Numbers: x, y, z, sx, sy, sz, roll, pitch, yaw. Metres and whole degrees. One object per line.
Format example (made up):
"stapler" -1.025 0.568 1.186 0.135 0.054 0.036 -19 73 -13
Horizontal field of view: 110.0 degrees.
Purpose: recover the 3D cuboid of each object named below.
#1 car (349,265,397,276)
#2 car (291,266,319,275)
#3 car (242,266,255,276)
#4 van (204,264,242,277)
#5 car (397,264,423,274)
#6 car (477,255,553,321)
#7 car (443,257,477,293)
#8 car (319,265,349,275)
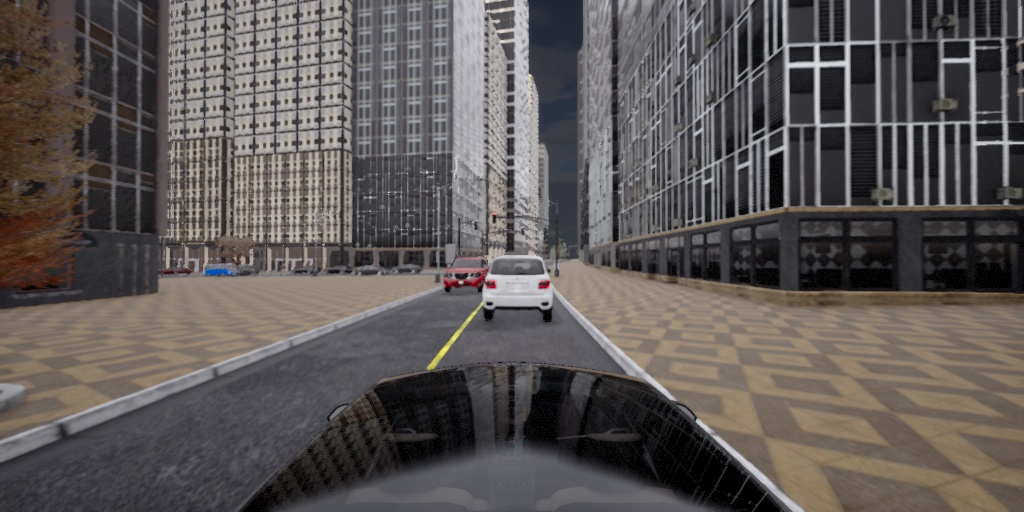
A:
"car" -16.608 1.754 42.922 4.403 1.370 2.007 0 0 12
"car" -31.359 2.155 54.641 4.313 1.339 1.948 0 0 12
"car" -39.367 2.169 50.493 4.892 1.490 1.837 -1 -1 13
"van" -38.611 1.956 47.619 3.998 1.789 1.690 0 0 12
"car" -14.858 1.832 51.118 4.403 1.370 2.007 0 0 12
"car" 0.244 1.027 12.937 2.150 2.045 5.566 0 -1 2
"car" -2.619 1.075 22.022 2.150 2.045 5.566 0 0 3
"car" -25.859 2.052 53.466 4.313 1.339 1.948 0 0 12
